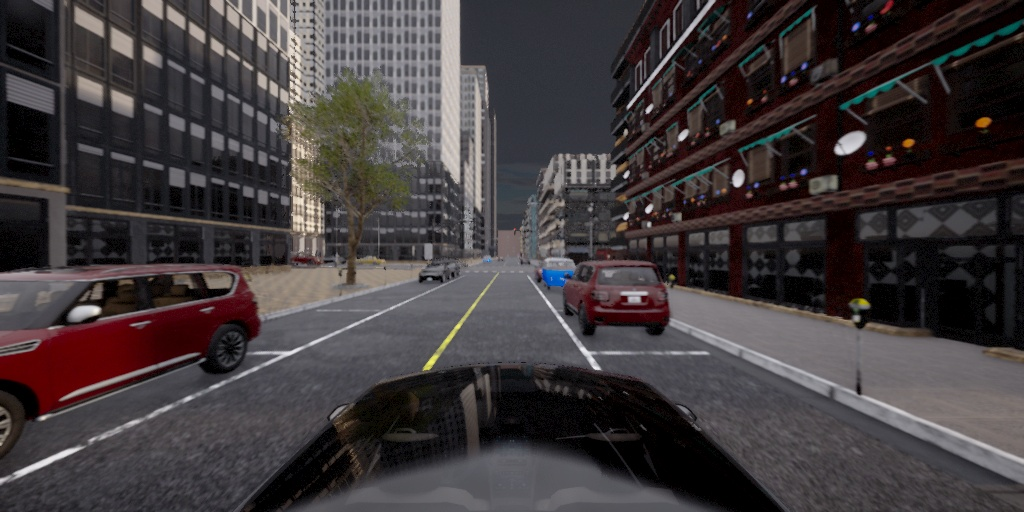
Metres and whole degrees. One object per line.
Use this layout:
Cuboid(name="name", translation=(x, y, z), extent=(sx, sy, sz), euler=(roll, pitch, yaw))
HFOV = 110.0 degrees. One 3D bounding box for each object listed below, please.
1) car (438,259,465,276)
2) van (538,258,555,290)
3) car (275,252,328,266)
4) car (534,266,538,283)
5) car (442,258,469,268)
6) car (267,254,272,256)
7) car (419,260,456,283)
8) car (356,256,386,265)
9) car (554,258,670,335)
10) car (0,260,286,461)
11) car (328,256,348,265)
Cuboid(name="car", translation=(-5.687, 1.199, 32.168), extent=(1.948, 1.339, 4.313), euler=(0, 0, 0))
Cuboid(name="van", translation=(2.692, 1.014, 21.371), extent=(1.690, 1.789, 3.998), euler=(0, 0, 0))
Cuboid(name="car", translation=(-27.381, 0.420, 46.737), extent=(5.009, 1.841, 2.192), euler=(0, 0, -1))
Cuboid(name="car", translation=(2.693, 1.092, 26.922), extent=(1.967, 1.591, 4.097), euler=(0, 0, 0))
Cuboid(name="car", translation=(-8.388, 1.016, 49.636), extent=(4.892, 1.490, 1.837), euler=(2, 0, -1))
Cuboid(name="car", translation=(-33.000, 0.567, 46.675), extent=(4.313, 1.339, 1.948), euler=(0, 0, -1))
Cuboid(name="car", translation=(-5.687, 1.218, 26.922), extent=(1.948, 1.339, 4.313), euler=(0, 0, 0))
Cuboid(name="car", translation=(-22.038, 0.678, 55.267), extent=(4.829, 1.417, 1.751), euler=(0, 0, -1))
Cuboid(name="car", translation=(2.691, 1.031, 10.269), extent=(2.192, 1.841, 5.009), euler=(0, 0, 0))
Cuboid(name="car", translation=(-5.690, 1.053, 4.718), extent=(2.192, 1.841, 5.009), euler=(0, 0, 0))
Cuboid(name="car", translation=(-27.483, 0.614, 55.118), extent=(4.313, 1.339, 1.948), euler=(0, 0, -1))
